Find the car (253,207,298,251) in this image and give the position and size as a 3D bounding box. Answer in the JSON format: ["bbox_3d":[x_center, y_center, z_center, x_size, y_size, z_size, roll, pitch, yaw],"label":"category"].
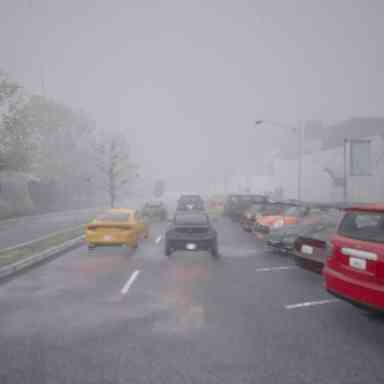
[{"bbox_3d":[5.022,1.476,12.072,4.892,1.521,2.231,1,0,-20],"label":"car"}]

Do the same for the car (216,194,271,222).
[{"bbox_3d":[4.974,1.236,24.095,5.566,2.045,2.435,1,-1,-20],"label":"car"}]

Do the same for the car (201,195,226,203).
[{"bbox_3d":[4.830,1.584,75.182,5.366,1.575,1.946,1,0,-20],"label":"car"}]

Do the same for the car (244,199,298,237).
[{"bbox_3d":[5.031,1.349,15.083,4.553,1.767,2.185,1,0,-20],"label":"car"}]

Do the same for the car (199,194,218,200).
[{"bbox_3d":[4.532,1.451,93.110,4.792,1.488,2.163,1,1,-20],"label":"car"}]

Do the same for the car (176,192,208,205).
[{"bbox_3d":[-0.110,1.235,27.081,2.150,2.045,5.566,0,0,0],"label":"car"}]

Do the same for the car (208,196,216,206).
[{"bbox_3d":[4.722,1.517,33.010,5.366,1.575,1.946,1,0,-20],"label":"car"}]

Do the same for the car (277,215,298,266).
[{"bbox_3d":[5.056,1.506,9.088,4.792,1.488,2.163,1,0,-20],"label":"car"}]

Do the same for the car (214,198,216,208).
[{"bbox_3d":[5.086,1.509,30.146,5.366,1.575,1.946,1,-1,-20],"label":"car"}]

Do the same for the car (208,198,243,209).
[{"bbox_3d":[4.814,1.657,48.083,4.674,1.452,2.002,1,0,-20],"label":"car"}]

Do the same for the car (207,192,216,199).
[{"bbox_3d":[4.858,1.289,36.065,5.566,2.045,2.435,1,0,-20],"label":"car"}]

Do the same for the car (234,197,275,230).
[{"bbox_3d":[4.951,1.350,18.068,4.553,1.767,2.185,1,0,-20],"label":"car"}]

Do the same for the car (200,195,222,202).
[{"bbox_3d":[4.600,1.562,81.105,4.792,1.488,2.163,1,1,-20],"label":"car"}]

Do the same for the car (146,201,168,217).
[{"bbox_3d":[-3.103,1.508,28.135,2.128,1.511,4.902,0,0,0],"label":"car"}]

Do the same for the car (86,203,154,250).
[{"bbox_3d":[-3.016,1.466,14.351,1.882,1.535,5.008,0,0,0],"label":"car"}]

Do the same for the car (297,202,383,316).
[{"bbox_3d":[5.075,1.229,6.085,5.566,2.045,2.435,1,0,-20],"label":"car"}]

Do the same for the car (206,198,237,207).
[{"bbox_3d":[4.780,1.686,54.083,4.674,1.452,2.002,1,0,-20],"label":"car"}]

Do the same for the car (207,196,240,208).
[{"bbox_3d":[4.827,1.507,51.095,4.553,1.767,2.185,1,0,-20],"label":"car"}]

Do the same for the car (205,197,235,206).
[{"bbox_3d":[4.786,1.679,57.108,4.792,1.488,2.163,1,0,-20],"label":"car"}]

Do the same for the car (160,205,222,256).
[{"bbox_3d":[-0.018,1.494,13.172,1.837,1.490,4.892,0,0,0],"label":"car"}]

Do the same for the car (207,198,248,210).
[{"bbox_3d":[4.821,1.599,45.083,5.008,1.535,2.097,1,-1,-20],"label":"car"}]
